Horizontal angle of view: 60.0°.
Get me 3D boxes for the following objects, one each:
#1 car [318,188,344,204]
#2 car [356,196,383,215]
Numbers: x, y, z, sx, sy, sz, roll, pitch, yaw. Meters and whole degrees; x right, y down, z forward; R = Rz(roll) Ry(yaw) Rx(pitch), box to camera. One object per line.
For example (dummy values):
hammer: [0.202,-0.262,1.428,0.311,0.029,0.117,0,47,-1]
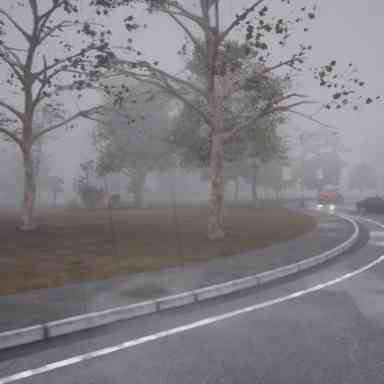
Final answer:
car: [18.487,0.473,44.138,2.150,2.045,5.566,-1,1,36]
car: [15.007,1.081,25.908,1.882,1.535,5.008,-2,1,-10]
